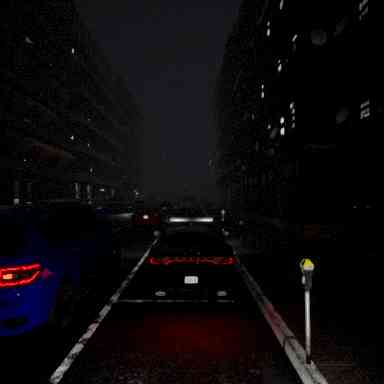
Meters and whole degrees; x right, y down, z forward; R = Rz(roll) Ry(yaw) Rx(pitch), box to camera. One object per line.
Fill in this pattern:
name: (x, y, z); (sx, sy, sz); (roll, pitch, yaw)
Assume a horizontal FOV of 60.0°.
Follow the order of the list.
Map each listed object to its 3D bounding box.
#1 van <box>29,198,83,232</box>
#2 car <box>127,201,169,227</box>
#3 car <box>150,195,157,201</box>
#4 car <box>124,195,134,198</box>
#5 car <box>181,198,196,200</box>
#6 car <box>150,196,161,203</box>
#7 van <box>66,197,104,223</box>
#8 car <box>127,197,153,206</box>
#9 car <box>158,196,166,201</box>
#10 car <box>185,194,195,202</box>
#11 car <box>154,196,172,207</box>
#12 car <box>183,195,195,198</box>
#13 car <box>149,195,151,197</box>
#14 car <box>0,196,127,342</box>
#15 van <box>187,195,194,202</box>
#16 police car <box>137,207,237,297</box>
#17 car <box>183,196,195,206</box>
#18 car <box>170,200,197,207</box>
van: (-8.311, 1.358, 20.753); (1.690, 1.788, 3.998); (2, 0, 0)
car: (-2.948, 1.586, 23.289); (1.994, 1.385, 4.181); (0, 0, 0)
car: (-8.314, 1.470, 70.528); (2.192, 1.841, 5.009); (1, 0, 0)
car: (-8.312, 1.365, 37.346); (2.192, 1.841, 5.009); (1, 0, 0)
car: (-0.437, 1.582, 31.754); (1.887, 1.381, 4.507); (1, 0, 0)
car: (-8.320, 1.725, 76.059); (1.887, 1.381, 4.507); (1, 0, 0)
van: (-8.312, 1.368, 26.285); (1.690, 1.788, 3.998); (1, 0, 0)
car: (-5.848, 1.575, 37.243); (1.812, 1.442, 4.674); (0, 0, 0)
car: (-8.322, 1.846, 92.652); (1.802, 1.307, 4.206); (1, 0, 0)
car: (-0.469, 1.521, 81.536); (2.192, 1.841, 5.009); (1, 0, 0)
car: (-2.946, 1.579, 38.914); (1.812, 1.442, 4.674); (0, 0, 0)
car: (-0.427, 1.490, 37.286); (1.967, 1.590, 4.097); (1, 0, 0)
car: (-8.319, 1.660, 53.938); (1.947, 1.339, 4.313); (1, 0, 0)
car: (-3.020, 1.227, 6.747); (2.150, 2.045, 5.566); (0, 0, 0)
van: (-0.470, 1.575, 87.068); (1.690, 1.788, 3.998); (1, 0, 0)
police car: (-0.012, 1.430, 8.763); (1.930, 1.638, 5.238); (0, 0, 0)
car: (-0.470, 1.553, 59.411); (1.967, 1.590, 4.097); (1, 0, 0)
car: (-0.437, 1.572, 26.224); (1.887, 1.381, 4.507); (1, 0, 0)
